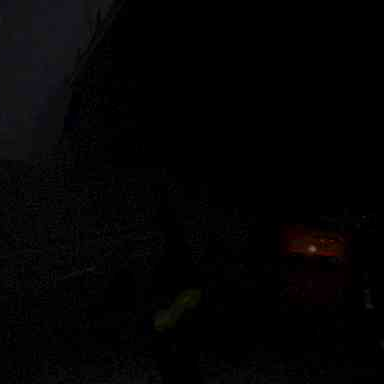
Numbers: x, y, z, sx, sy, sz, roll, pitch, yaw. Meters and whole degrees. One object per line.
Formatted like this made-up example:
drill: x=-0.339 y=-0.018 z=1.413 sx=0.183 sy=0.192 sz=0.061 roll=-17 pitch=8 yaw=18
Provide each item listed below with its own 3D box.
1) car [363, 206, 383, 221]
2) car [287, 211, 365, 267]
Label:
car: x=18.398 y=2.053 z=32.396 sx=5.357 sy=1.411 sz=2.033 roll=2 pitch=0 yaw=-29
car: x=4.982 y=1.615 z=12.220 sx=1.882 sy=1.535 sz=5.008 roll=1 pitch=0 yaw=32
